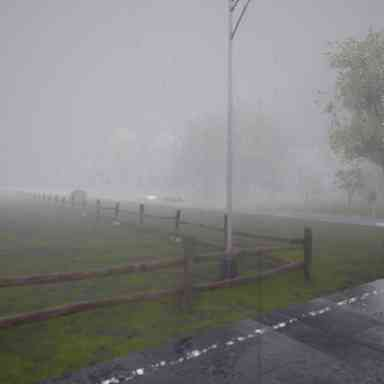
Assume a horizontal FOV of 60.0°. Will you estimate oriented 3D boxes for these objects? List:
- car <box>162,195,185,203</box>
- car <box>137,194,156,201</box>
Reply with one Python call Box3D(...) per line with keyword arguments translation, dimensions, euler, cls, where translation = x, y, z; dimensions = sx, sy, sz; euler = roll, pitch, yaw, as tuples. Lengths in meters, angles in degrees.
Box3D(translation=(-3.182, 1.115, 54.462), dimensions=(1.895, 1.301, 4.718), euler=(0, 1, -33), cls="car")
Box3D(translation=(-8.565, 0.960, 62.632), dimensions=(1.895, 1.301, 4.718), euler=(0, 1, -33), cls="car")
